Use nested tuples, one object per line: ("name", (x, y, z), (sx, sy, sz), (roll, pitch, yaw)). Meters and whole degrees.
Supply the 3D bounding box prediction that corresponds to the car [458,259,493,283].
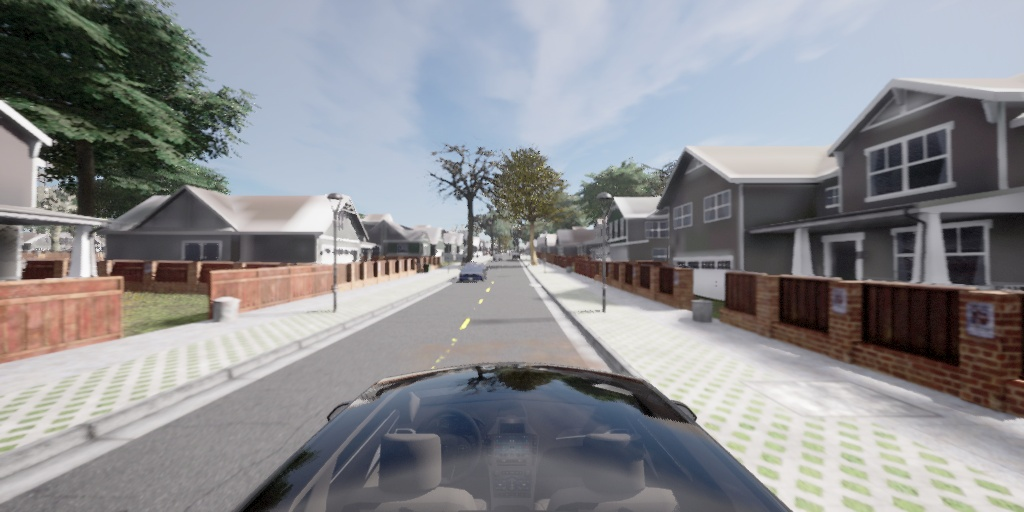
("car", (-2.853, 1.181, 27.358), (2.033, 1.411, 5.357), (0, 1, 0))
